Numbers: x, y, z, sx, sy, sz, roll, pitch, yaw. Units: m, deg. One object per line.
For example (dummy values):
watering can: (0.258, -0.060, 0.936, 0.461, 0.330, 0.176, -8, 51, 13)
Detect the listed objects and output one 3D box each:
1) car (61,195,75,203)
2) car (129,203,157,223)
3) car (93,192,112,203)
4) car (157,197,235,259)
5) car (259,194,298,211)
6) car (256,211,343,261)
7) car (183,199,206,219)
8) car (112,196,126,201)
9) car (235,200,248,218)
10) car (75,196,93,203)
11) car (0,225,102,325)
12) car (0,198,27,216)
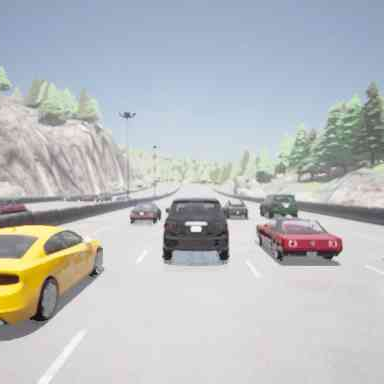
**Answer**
car: (-24.294, 1.322, 65.795, 2.128, 1.511, 4.902, 0, 0, 0)
car: (-3.331, 1.485, 24.584, 2.033, 1.411, 5.357, 0, 0, 0)
car: (-17.294, 1.035, 65.860, 2.150, 2.045, 5.566, 0, 0, 0)
car: (0.133, 1.193, 12.601, 2.150, 2.045, 5.566, 0, 0, 0)
car: (7.182, 1.175, 27.955, 2.150, 2.045, 5.566, 0, 0, 0)
car: (3.630, 1.581, 12.241, 1.895, 1.301, 4.718, 0, 0, 0)
car: (0.184, 1.441, 28.998, 1.837, 1.490, 4.892, 0, 0, 0)
car: (-13.798, 1.379, 65.544, 1.994, 1.385, 4.181, 0, 0, 0)
car: (3.684, 1.435, 28.864, 2.128, 1.511, 4.902, 0, 0, 0)
car: (-20.794, 1.400, 65.754, 1.895, 1.301, 4.718, 0, 0, 0)
car: (-3.394, 1.454, 7.203, 1.882, 1.535, 5.008, 0, 0, 0)
car: (-14.025, 1.267, 24.290, 2.097, 1.767, 4.553, 0, 0, 0)
